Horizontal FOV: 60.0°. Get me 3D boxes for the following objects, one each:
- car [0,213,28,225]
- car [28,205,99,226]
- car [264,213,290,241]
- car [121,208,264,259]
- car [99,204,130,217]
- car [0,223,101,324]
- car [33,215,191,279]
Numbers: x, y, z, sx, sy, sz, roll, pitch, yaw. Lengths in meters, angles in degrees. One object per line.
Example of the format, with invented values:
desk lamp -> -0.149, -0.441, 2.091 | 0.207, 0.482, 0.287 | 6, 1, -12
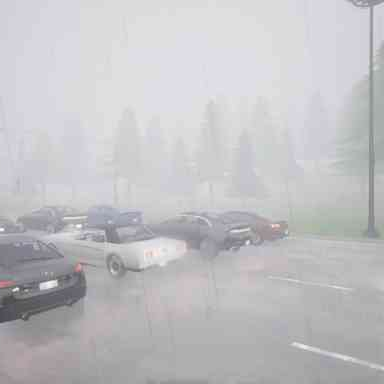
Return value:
car -> -9.693, 1.564, 15.187 | 4.181, 1.385, 1.994 | 0, 0, 36
car -> -7.620, 1.492, 18.008 | 4.902, 1.511, 2.128 | 0, 0, 36
car -> 2.113, 1.526, 15.349 | 4.674, 1.442, 1.812 | 0, 0, 36
car -> -0.092, 1.491, 12.624 | 4.902, 1.511, 2.128 | 0, 0, 36
car -> -5.292, 1.478, 20.649 | 5.008, 1.535, 1.882 | 0, 0, 36
car -> -4.097, 1.564, 6.871 | 4.181, 1.385, 1.994 | 0, 0, 35
car -> -2.568, 1.601, 10.090 | 4.718, 1.301, 1.895 | 0, 0, 36
